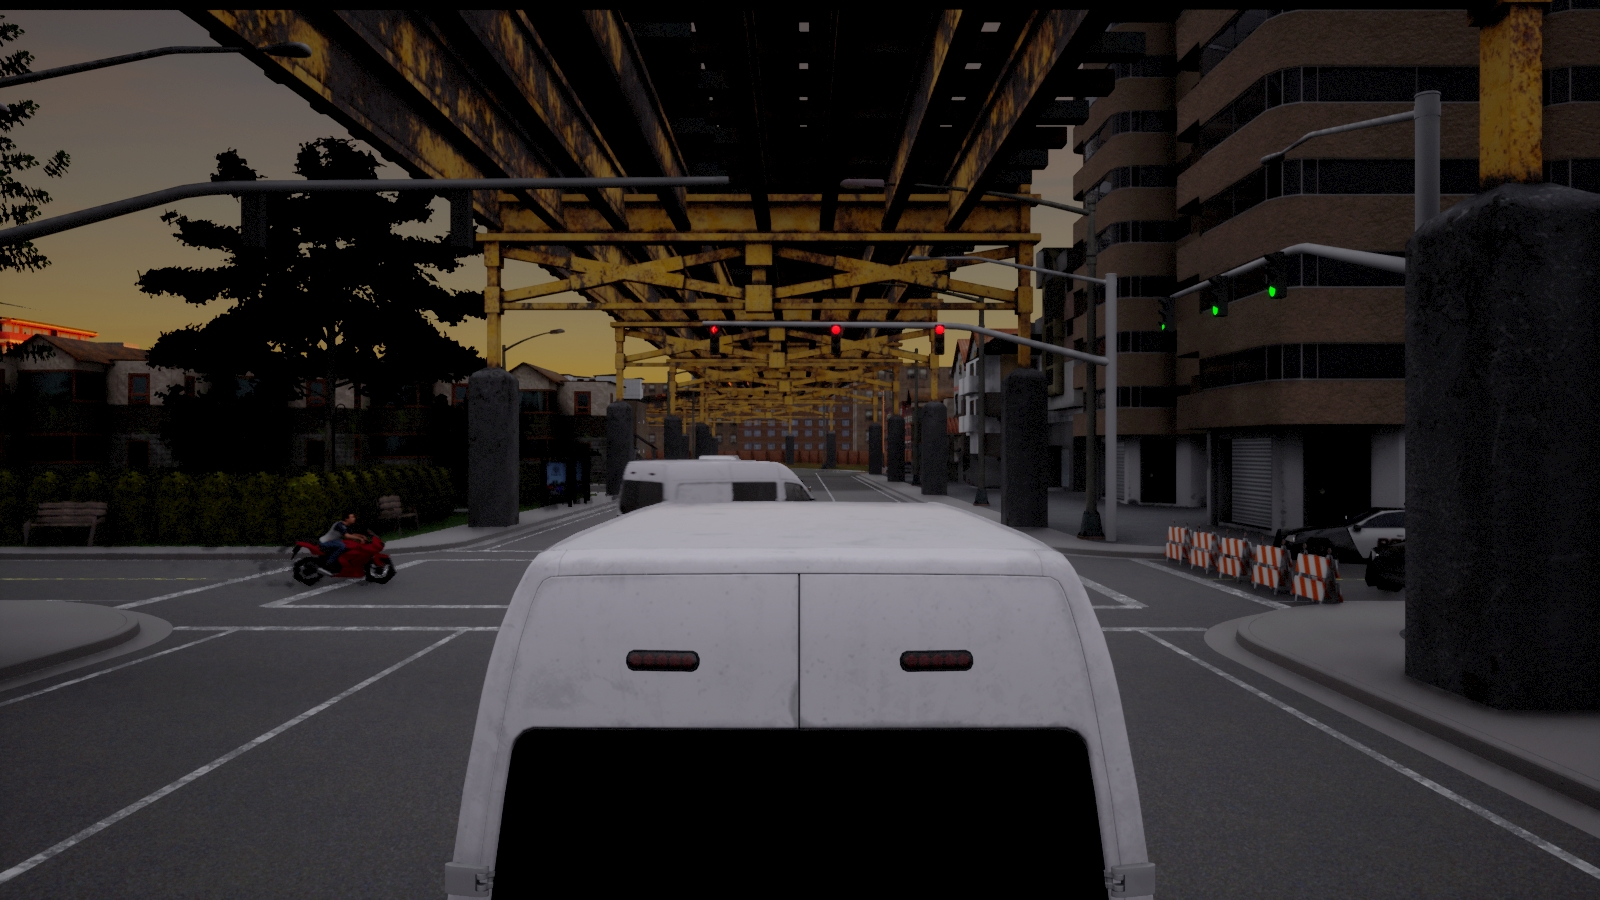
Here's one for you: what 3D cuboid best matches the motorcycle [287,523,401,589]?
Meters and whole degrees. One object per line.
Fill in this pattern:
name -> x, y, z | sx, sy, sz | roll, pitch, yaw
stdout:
motorcycle -> -9.344, 2.164, 23.484 | 2.033, 1.224, 0.803 | 0, 0, -7

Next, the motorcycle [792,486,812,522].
motorcycle -> 0.064, 2.123, 45.660 | 0.764, 1.332, 2.356 | 0, 0, 0

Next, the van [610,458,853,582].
van -> -1.491, 1.522, 27.238 | 5.915, 2.561, 1.988 | 0, 1, -45

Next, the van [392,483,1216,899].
van -> 0.015, 1.531, 5.717 | 1.988, 2.561, 5.915 | 0, 0, 0
